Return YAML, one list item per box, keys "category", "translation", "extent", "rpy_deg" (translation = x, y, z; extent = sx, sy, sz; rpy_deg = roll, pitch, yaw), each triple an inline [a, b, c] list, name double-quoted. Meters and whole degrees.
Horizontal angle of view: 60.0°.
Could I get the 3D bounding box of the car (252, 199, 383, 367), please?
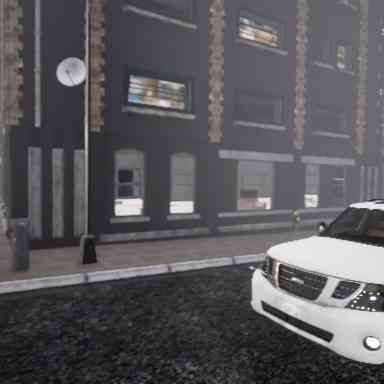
- category: "car"
  translation: [3.635, 1.161, 5.593]
  extent: [5.566, 2.045, 2.150]
  rpy_deg: [1, 2, -31]
